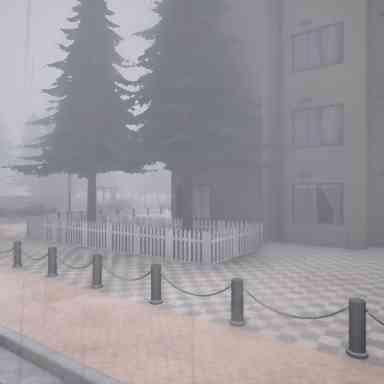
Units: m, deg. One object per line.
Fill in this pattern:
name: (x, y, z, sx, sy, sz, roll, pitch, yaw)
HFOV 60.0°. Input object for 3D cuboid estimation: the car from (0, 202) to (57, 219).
car: (-14.342, 1.585, 28.769, 1.895, 1.301, 4.718, 0, 0, 37)

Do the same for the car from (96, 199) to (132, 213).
car: (-8.716, 1.476, 36.217, 2.128, 1.511, 4.902, 0, 0, 37)

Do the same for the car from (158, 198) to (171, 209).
car: (-2.478, 1.510, 44.447, 1.812, 1.442, 4.674, 0, 0, 37)
